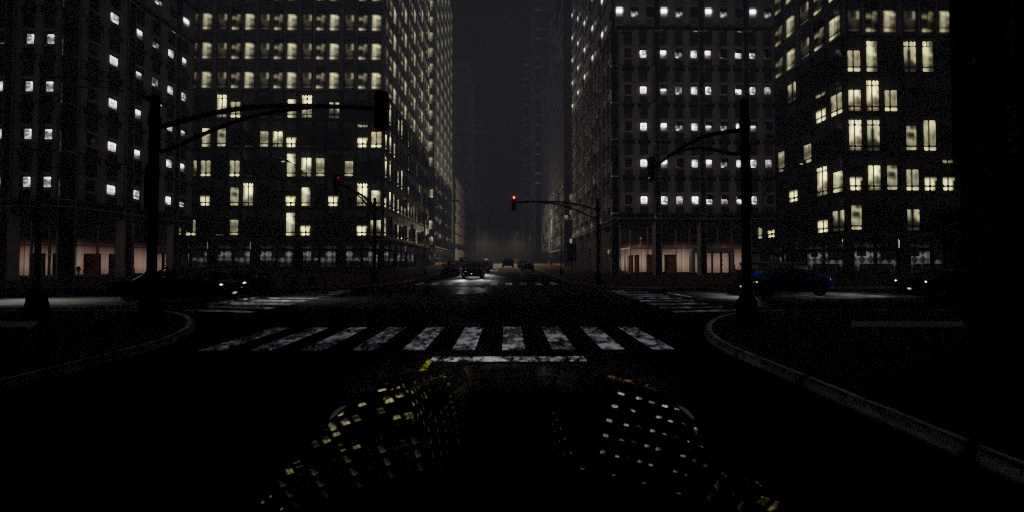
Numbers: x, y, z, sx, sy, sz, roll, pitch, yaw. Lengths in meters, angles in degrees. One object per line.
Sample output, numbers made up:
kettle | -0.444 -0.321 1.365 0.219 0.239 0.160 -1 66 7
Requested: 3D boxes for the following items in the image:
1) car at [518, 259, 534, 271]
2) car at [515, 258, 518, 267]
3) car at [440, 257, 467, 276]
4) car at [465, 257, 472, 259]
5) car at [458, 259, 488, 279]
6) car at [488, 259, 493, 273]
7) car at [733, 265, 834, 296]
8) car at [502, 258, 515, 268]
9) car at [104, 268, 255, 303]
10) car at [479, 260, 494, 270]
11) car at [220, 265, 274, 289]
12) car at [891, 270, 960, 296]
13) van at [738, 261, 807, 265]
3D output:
car | 2.070 1.348 48.350 1.802 1.307 4.207 0 0 -1
car | 1.920 1.296 59.675 1.751 1.417 4.829 0 0 -1
car | -6.160 1.202 37.027 1.967 1.591 4.097 0 0 -1
car | -6.309 1.081 48.176 2.192 1.841 5.009 0 0 -1
car | -3.519 1.266 33.214 1.837 1.490 4.892 0 0 -1
car | -3.653 1.366 43.431 1.895 1.301 4.718 0 0 -1
car | 14.524 1.341 19.211 4.674 1.442 1.812 0 -1 -2
car | -0.725 1.125 63.973 2.097 1.767 4.553 0 0 -1
car | -14.549 1.308 15.827 4.718 1.301 1.895 0 -1 -3
car | -3.791 1.316 54.068 2.033 1.411 5.357 0 0 -1
car | -16.755 1.255 21.447 4.097 1.591 1.967 0 0 -1
car | 23.568 1.434 19.315 4.718 1.301 1.895 0 -1 -1
van | 15.717 1.209 21.807 3.998 1.789 1.690 0 0 -1
